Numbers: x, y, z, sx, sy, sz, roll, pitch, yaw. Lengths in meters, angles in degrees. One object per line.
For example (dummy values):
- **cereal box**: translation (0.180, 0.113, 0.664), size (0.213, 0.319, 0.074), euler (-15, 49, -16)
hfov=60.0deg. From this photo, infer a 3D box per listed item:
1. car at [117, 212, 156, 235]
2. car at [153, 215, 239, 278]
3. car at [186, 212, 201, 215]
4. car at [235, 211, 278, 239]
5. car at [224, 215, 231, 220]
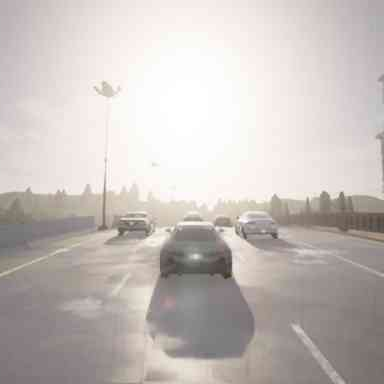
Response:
- **car**: translation (-3.405, 1.959, 21.205), size (2.033, 1.411, 5.357), euler (0, -3, 0)
- **car**: translation (0.097, 1.618, 10.358), size (1.994, 1.385, 4.181), euler (0, -1, 0)
- **car**: translation (0.107, 2.505, 29.448), size (1.812, 1.442, 4.674), euler (0, -5, 0)
- **car**: translation (3.596, 1.830, 19.050), size (1.812, 1.442, 4.674), euler (0, -3, 0)
- **car**: translation (3.591, 3.535, 40.054), size (1.882, 1.535, 5.008), euler (0, -6, 0)
